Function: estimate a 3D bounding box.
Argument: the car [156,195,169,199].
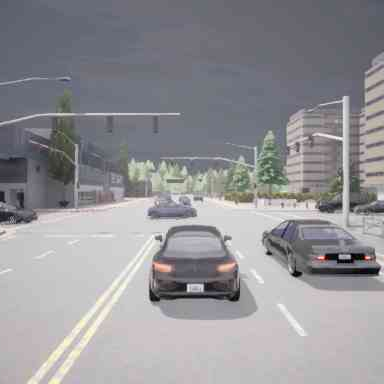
[{"bbox_3d":[-4.781,1.526,50.385,1.812,1.442,4.674,0,0,-2],"label":"car"}]

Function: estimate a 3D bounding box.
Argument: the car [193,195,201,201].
[{"bbox_3d":[1.305,1.500,88.787,1.837,1.490,4.892,0,0,-1],"label":"car"}]

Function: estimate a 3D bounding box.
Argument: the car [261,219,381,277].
[{"bbox_3d":[3.533,1.547,10.216,2.033,1.411,5.357,0,0,0],"label":"car"}]

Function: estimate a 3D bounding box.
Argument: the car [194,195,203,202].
[{"bbox_3d":[1.567,1.478,78.649,1.882,1.535,5.008,0,0,-1],"label":"car"}]

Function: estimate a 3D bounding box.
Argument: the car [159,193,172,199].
[{"bbox_3d":[-5.018,1.221,59.812,2.150,2.045,5.566,0,0,-1],"label":"car"}]

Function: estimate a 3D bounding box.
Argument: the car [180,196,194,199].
[{"bbox_3d":[-1.143,1.547,52.896,2.033,1.411,5.357,0,0,-1],"label":"car"}]

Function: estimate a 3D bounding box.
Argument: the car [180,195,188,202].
[{"bbox_3d":[-1.979,1.553,80.369,1.994,1.385,4.181,0,0,-1],"label":"car"}]

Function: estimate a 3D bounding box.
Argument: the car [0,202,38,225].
[{"bbox_3d":[-13.405,1.505,23.437,4.892,1.490,1.837,0,0,4],"label":"car"}]

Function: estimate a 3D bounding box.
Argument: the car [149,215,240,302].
[{"bbox_3d":[0.036,1.526,8.159,1.812,1.442,4.674,0,0,-1],"label":"car"}]

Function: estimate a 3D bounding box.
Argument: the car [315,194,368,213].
[{"bbox_3d":[16.285,1.222,35.943,5.566,2.045,2.150,0,0,-2],"label":"car"}]

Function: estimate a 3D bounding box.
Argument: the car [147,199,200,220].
[{"bbox_3d":[-1.672,1.564,27.908,4.181,1.385,1.994,0,0,-4],"label":"car"}]

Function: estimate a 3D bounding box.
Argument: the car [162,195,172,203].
[{"bbox_3d":[-5.217,1.500,70.172,1.837,1.490,4.892,0,0,-1],"label":"car"}]

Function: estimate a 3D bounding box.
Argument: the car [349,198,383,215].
[{"bbox_3d":[18.221,1.526,32.475,4.674,1.442,1.812,0,0,-2],"label":"car"}]
